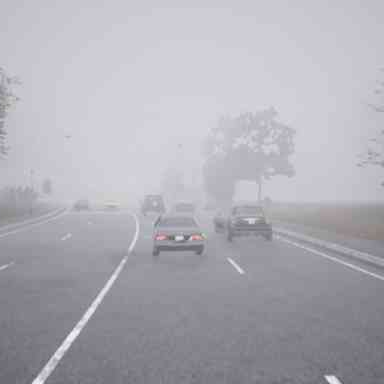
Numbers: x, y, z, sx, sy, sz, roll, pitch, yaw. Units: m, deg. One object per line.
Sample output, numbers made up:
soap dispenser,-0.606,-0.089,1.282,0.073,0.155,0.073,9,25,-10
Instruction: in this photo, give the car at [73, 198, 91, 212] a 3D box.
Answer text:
car,-13.556,1.545,41.056,1.882,1.535,5.008,0,0,-17

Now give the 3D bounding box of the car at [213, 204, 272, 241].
car,2.418,1.371,16.968,2.097,1.767,4.553,0,0,-6

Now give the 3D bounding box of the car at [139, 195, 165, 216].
car,-4.095,1.274,33.768,2.150,2.045,5.566,0,0,-13

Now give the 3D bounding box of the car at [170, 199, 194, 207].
car,-1.113,1.531,36.173,1.882,1.535,5.008,0,0,-14

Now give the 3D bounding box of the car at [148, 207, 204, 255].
car,-0.666,1.567,13.431,2.033,1.411,5.357,0,0,-6

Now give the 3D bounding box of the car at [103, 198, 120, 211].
car,-10.233,1.546,42.145,1.882,1.535,5.008,0,0,-17
